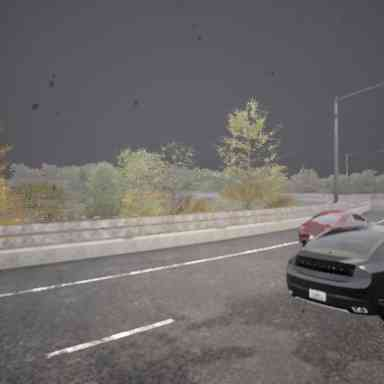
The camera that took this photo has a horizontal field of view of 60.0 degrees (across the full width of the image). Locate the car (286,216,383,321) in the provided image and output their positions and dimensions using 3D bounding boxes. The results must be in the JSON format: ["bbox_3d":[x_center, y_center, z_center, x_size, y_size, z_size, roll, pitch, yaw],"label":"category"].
[{"bbox_3d":[3.985,1.473,7.153,4.892,1.490,1.837,-1,0,-40],"label":"car"}]

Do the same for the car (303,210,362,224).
[{"bbox_3d":[6.128,1.474,13.647,4.674,1.442,1.812,0,0,-42],"label":"car"}]
